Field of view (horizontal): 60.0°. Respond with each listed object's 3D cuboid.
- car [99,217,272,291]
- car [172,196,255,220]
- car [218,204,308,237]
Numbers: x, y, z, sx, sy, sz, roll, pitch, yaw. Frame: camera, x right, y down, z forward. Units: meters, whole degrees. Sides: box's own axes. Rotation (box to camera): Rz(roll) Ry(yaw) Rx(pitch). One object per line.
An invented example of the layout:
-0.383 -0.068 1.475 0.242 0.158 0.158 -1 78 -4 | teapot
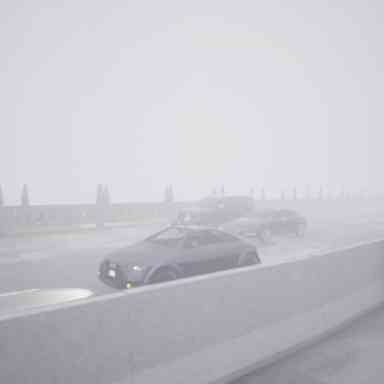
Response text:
-0.174 1.577 8.475 4.181 1.385 1.994 0 0 -38 | car
1.465 1.239 18.922 5.566 2.045 2.150 0 0 -41 | car
3.801 1.509 16.315 4.892 1.490 1.837 0 0 -41 | car
